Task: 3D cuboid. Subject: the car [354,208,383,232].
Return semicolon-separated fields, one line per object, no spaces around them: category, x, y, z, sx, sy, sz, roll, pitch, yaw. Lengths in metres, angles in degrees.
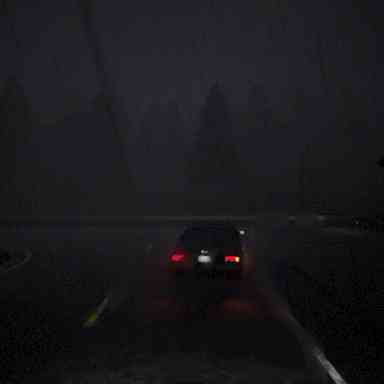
car;12.489;1.620;20.304;4.892;1.490;1.837;0;0;0

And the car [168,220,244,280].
car;0.572;1.536;9.912;2.033;1.411;5.357;0;0;7
